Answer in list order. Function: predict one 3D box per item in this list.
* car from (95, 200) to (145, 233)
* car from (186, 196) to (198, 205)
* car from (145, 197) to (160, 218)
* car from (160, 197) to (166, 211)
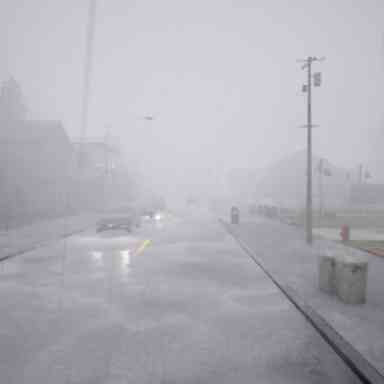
[{"bbox_3d":[-4.097,1.424,19.105,1.837,1.490,4.892,0,0,0],"label":"car"},{"bbox_3d":[0.007,1.371,54.918,1.895,1.301,4.718,0,0,0],"label":"car"},{"bbox_3d":[-4.091,1.406,28.316,1.812,1.442,4.674,0,0,0],"label":"car"},{"bbox_3d":[-4.062,1.330,38.439,2.128,1.511,4.902,0,0,0],"label":"car"}]
